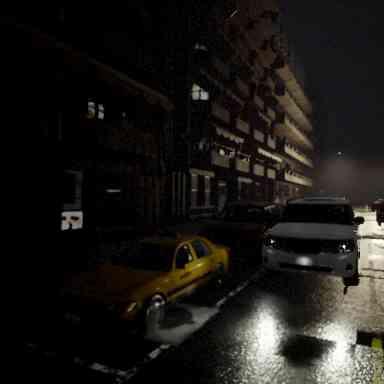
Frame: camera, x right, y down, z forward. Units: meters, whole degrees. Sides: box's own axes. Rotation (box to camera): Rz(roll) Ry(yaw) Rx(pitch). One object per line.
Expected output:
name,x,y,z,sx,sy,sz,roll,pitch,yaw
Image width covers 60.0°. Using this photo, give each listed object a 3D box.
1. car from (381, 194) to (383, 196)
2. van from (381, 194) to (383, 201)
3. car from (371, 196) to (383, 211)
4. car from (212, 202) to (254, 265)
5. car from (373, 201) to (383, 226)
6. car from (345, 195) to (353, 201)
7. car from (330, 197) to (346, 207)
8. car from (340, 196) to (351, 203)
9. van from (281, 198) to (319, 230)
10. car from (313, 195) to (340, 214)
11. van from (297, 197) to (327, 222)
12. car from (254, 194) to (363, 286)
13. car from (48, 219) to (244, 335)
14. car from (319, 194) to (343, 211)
car,42.224,1.232,72.072,2.192,1.841,5.009,1,0,28
van,44.784,1.268,76.976,1.690,1.788,3.998,1,0,28
car,21.295,1.478,37.316,1.994,1.385,4.181,0,0,27
car,2.020,1.311,12.019,2.192,1.841,5.009,1,1,28
car,13.471,1.533,22.354,1.895,1.301,4.718,0,0,28
car,40.411,1.571,85.560,1.802,1.307,4.206,1,0,28
car,22.493,1.509,51.241,1.947,1.339,4.313,1,1,28
car,32.731,1.502,70.851,1.887,1.381,4.507,1,0,28
van,7.138,1.313,21.822,1.690,1.788,3.998,1,1,28
car,14.817,1.267,36.531,2.192,1.841,5.009,1,1,28
van,9.698,1.305,26.726,1.690,1.788,3.998,1,1,28
car,3.800,1.204,9.940,2.150,2.045,5.566,0,0,28
car,-0.622,1.536,6.967,1.752,1.417,4.829,1,1,28
car,17.377,1.262,41.433,2.192,1.841,5.009,1,1,28
